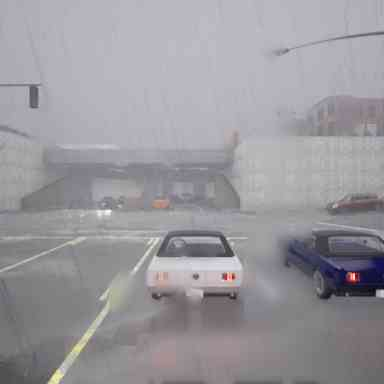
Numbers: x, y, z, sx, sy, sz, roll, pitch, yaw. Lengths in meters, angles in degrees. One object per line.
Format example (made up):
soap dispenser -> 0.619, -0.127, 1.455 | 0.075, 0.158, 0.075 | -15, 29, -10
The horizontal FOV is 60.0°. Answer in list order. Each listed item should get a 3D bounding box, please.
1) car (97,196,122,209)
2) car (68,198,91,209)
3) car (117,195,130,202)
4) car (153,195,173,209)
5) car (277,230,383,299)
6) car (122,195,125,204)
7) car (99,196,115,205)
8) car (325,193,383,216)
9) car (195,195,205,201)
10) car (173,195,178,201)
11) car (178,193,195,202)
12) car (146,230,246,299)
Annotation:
car -> -11.292, 1.476, 44.546 | 2.128, 1.511, 4.902 | 0, 0, -1
car -> -14.783, 1.514, 44.108 | 1.812, 1.442, 4.674 | 0, 1, -2
car -> -15.365, 1.502, 74.467 | 1.812, 1.442, 4.674 | 0, 0, 2
car -> -4.097, 1.339, 45.173 | 2.097, 1.767, 4.553 | 0, 0, -2
car -> 3.578, 1.598, 8.391 | 1.895, 1.301, 4.718 | 0, 0, 0
car -> -11.612, 1.530, 58.052 | 2.033, 1.411, 5.357 | 0, 0, -1
car -> -15.133, 1.508, 59.292 | 1.812, 1.442, 4.674 | 0, 0, -1
car -> 13.796, 0.973, 28.478 | 4.553, 1.767, 2.097 | -5, 0, 0
car -> 1.425, 1.512, 85.540 | 2.033, 1.411, 5.357 | 0, 0, 28
car -> -3.963, 1.454, 80.705 | 1.882, 1.535, 5.008 | 0, 0, 13
car -> -1.272, 1.202, 75.473 | 2.150, 2.045, 5.566 | 0, 0, 6
car -> 0.078, 1.598, 8.380 | 1.895, 1.301, 4.718 | 0, 0, 0
